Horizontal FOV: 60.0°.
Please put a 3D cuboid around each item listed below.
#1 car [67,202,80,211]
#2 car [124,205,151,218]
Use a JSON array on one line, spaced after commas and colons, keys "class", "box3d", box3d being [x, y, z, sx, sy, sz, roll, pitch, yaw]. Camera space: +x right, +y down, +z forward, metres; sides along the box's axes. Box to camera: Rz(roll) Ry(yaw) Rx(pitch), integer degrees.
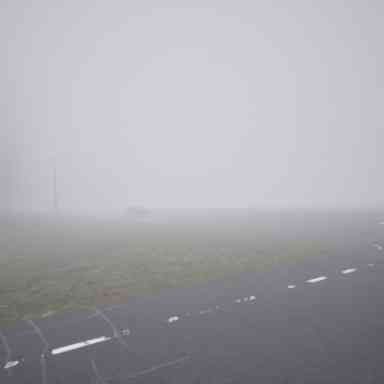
[{"class": "car", "box3d": [-27.170, 3.254, 76.257, 2.150, 2.045, 5.566, -3, 0, -28]}, {"class": "car", "box3d": [-7.304, 2.503, 44.239, 1.882, 1.535, 5.008, -3, 0, -35]}]
